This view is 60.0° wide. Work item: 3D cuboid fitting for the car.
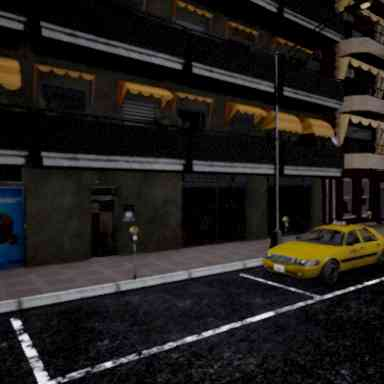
[{"bbox_3d":[4.079,1.530,9.480,4.829,1.417,1.752,0,-1,-35],"label":"car"}]
